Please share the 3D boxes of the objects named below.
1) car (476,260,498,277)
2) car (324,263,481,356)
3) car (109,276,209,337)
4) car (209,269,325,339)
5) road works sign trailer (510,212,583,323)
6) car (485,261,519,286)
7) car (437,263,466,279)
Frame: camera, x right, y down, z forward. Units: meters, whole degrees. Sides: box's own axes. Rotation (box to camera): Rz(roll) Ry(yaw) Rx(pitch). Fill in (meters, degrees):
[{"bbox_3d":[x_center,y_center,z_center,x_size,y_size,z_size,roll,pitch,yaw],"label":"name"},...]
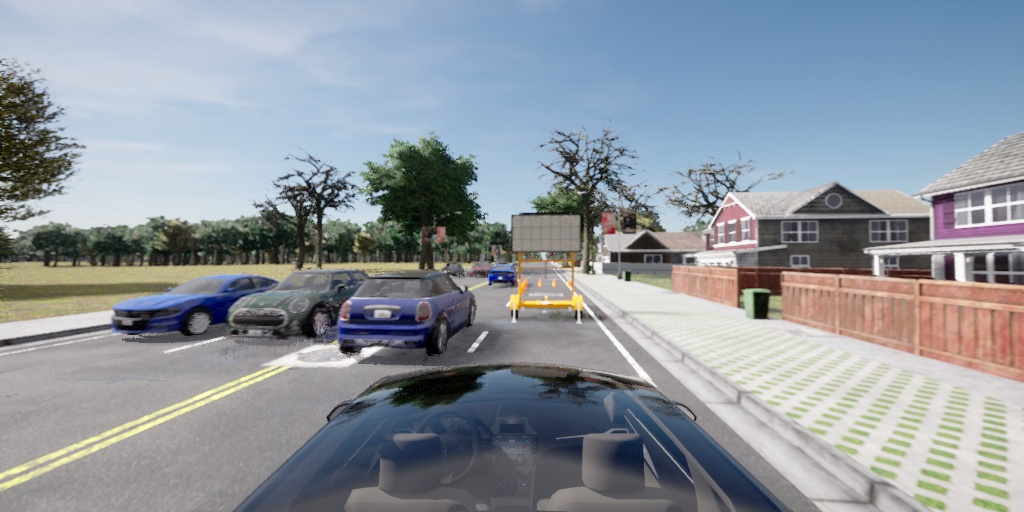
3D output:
[{"bbox_3d":[-3.112,1.382,37.643,2.097,1.767,4.553,0,0,5],"label":"car"},{"bbox_3d":[-2.295,1.159,9.027,2.097,1.767,4.553,0,0,5],"label":"car"},{"bbox_3d":[-8.846,1.315,10.943,1.882,1.535,5.008,0,0,5],"label":"car"},{"bbox_3d":[-5.633,1.177,10.400,2.097,1.767,4.553,0,0,5],"label":"car"},{"bbox_3d":[1.191,0.287,12.471,2.380,3.560,2.880,0,0,5],"label":"road works sign trailer"},{"bbox_3d":[-0.577,1.419,27.584,1.882,1.535,5.008,0,0,5],"label":"car"},{"bbox_3d":[-6.319,1.546,38.245,1.837,1.490,4.892,0,0,5],"label":"car"}]
